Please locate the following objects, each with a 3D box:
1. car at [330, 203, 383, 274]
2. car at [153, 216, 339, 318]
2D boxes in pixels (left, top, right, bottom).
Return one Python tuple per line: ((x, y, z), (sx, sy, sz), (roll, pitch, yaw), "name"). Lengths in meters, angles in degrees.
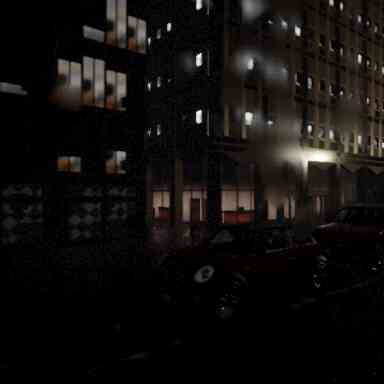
((5.752, 1.299, 10.715), (5.009, 1.841, 2.192), (0, 0, -36), "car")
((1.148, 1.442, 7.397), (4.097, 1.590, 1.967), (0, 0, -36), "car")
